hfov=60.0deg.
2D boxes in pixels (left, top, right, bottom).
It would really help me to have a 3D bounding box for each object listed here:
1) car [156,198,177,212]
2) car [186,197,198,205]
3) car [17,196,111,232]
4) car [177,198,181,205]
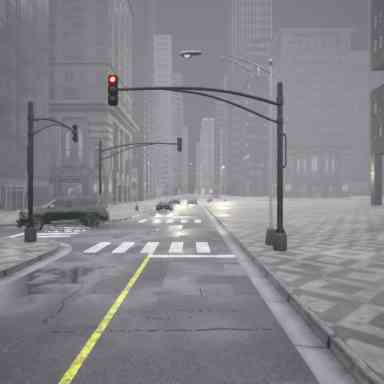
[{"bbox_3d":[-3.078,1.601,38.260,1.895,1.301,4.718,0,0,0],"label":"car"},{"bbox_3d":[0.026,1.559,57.639,2.033,1.411,5.357,0,0,0],"label":"car"},{"bbox_3d":[-8.089,1.313,21.322,5.566,2.045,2.150,-1,1,-25],"label":"car"},{"bbox_3d":[-3.018,1.612,58.065,1.895,1.301,4.718,0,0,1],"label":"car"}]
